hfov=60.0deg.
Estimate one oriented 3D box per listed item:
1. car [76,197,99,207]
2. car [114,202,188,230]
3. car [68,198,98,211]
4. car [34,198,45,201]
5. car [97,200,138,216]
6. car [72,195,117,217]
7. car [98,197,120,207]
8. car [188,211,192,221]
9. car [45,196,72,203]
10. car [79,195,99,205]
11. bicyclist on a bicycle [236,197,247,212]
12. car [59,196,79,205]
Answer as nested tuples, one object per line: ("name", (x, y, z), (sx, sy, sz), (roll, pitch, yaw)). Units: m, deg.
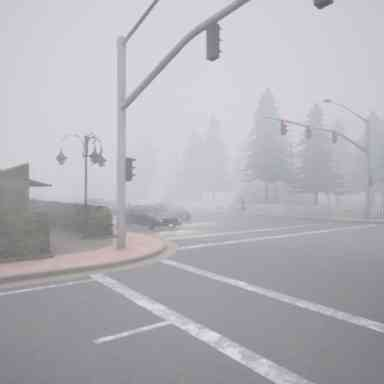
("car", (-16.096, 1.530, 51.078), (1.812, 1.442, 4.674), (0, 0, -37))
("car", (-2.804, 1.550, 21.510), (2.033, 1.411, 5.357), (0, 0, -37))
("car", (-13.898, 1.551, 42.101), (2.033, 1.411, 5.357), (0, 0, -37))
("car", (-20.822, 1.529, 45.543), (1.812, 1.442, 4.674), (0, 0, -36))
("car", (-7.710, 1.551, 33.851), (2.033, 1.411, 5.357), (0, 0, -38))
("car", (-8.531, 1.355, 29.123), (2.097, 1.767, 4.553), (0, 0, -37))
("car", (-13.349, 1.531, 53.250), (1.812, 1.442, 4.674), (0, 0, -36))
("car", (-1.942, 1.529, 26.220), (1.812, 1.442, 4.674), (0, 0, -37))
("car", (-14.700, 1.529, 37.346), (1.812, 1.442, 4.674), (0, 0, -37))
("car", (-18.797, 1.357, 60.395), (2.097, 1.767, 4.553), (0, 0, -37))
("bicyclist on a bicycle", (5.197, 1.308, 34.967), (1.656, 1.620, 0.582), (0, 0, -37))
("car", (-21.612, 1.496, 58.315), (2.128, 1.511, 4.902), (0, 0, -37))
